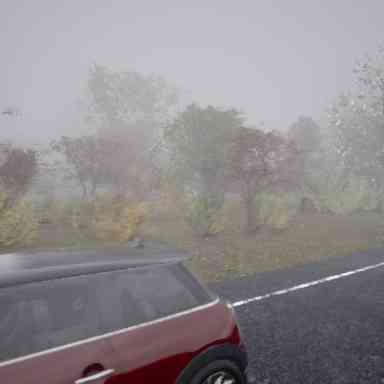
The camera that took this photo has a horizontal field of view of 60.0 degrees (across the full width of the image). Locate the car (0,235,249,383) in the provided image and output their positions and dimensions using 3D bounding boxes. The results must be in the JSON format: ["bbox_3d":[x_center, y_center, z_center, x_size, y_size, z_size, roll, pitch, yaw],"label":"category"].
[{"bbox_3d":[-1.696,1.355,2.820,4.553,1.767,2.097,0,0,-36],"label":"car"}]
